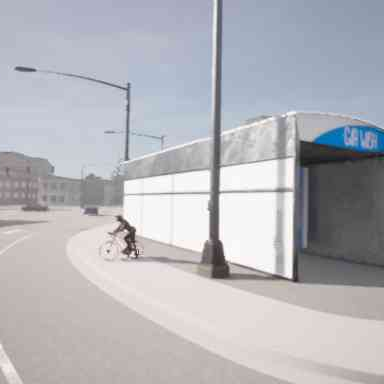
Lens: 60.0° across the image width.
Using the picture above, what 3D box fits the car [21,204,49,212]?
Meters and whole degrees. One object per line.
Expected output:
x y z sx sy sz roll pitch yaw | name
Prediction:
-27.591 2.746 58.407 4.674 1.442 1.812 1 -2 5 | car

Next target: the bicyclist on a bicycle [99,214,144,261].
-2.482 1.628 11.883 1.656 1.620 0.582 2 -2 -28 | bicyclist on a bicycle

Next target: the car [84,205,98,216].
-15.189 2.695 50.053 1.882 1.535 5.008 2 -2 -15 | car
